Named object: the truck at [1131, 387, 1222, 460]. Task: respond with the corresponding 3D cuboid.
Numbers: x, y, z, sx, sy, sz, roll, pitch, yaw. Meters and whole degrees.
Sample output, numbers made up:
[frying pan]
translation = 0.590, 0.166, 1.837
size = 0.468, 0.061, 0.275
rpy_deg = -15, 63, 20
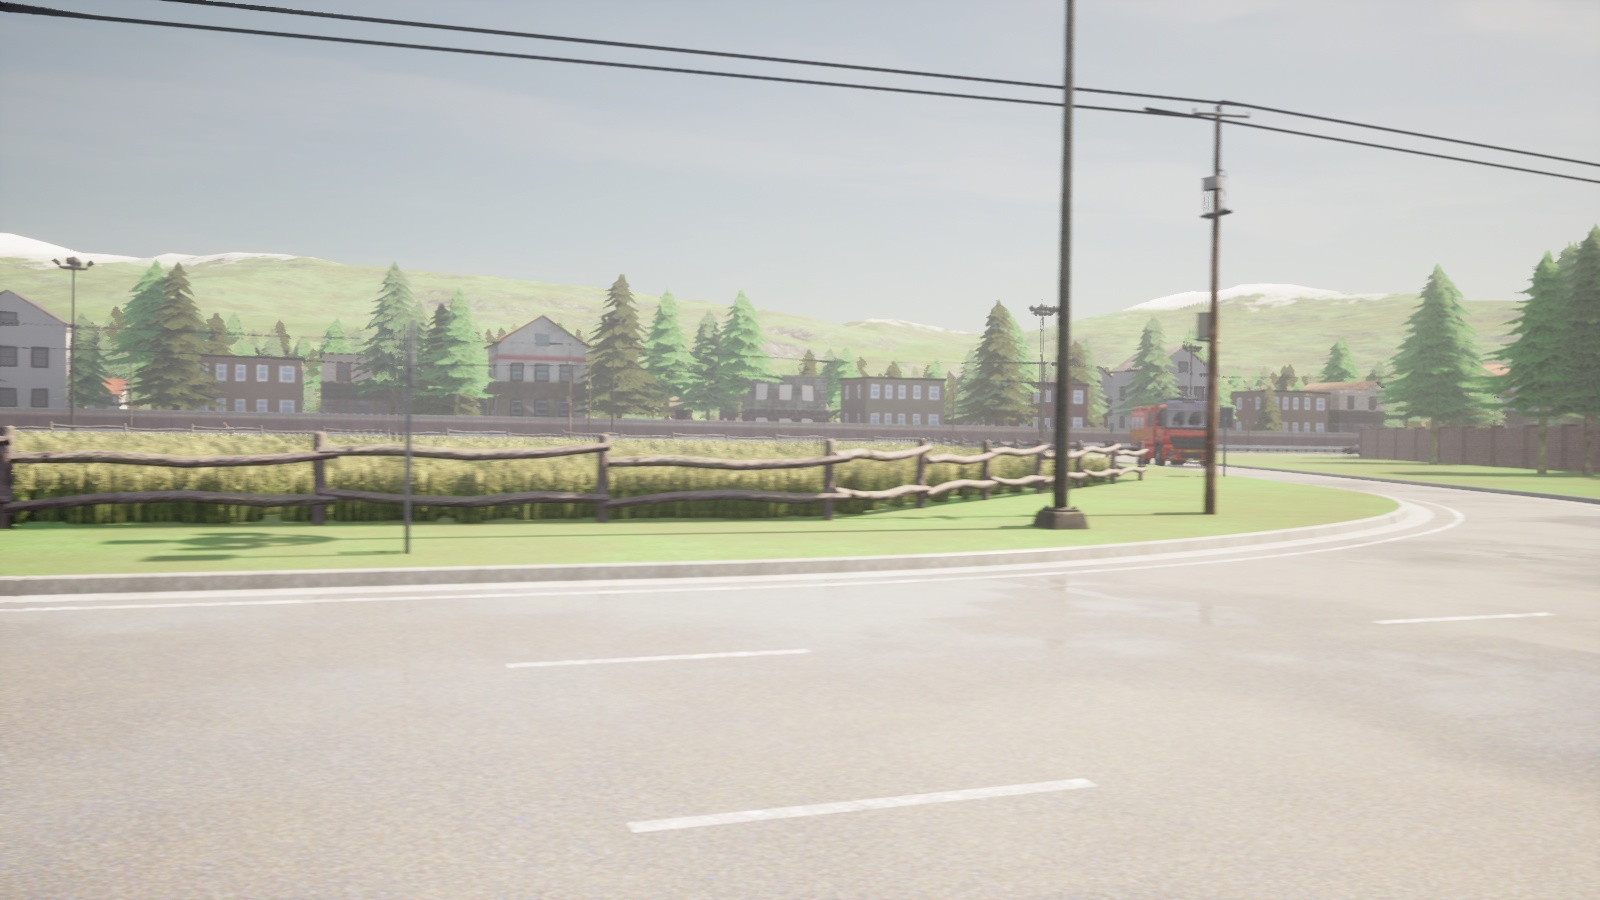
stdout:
[truck]
translation = 20.930, -1.465, 70.339
size = 2.891, 3.827, 8.468
rpy_deg = 0, 1, 3
